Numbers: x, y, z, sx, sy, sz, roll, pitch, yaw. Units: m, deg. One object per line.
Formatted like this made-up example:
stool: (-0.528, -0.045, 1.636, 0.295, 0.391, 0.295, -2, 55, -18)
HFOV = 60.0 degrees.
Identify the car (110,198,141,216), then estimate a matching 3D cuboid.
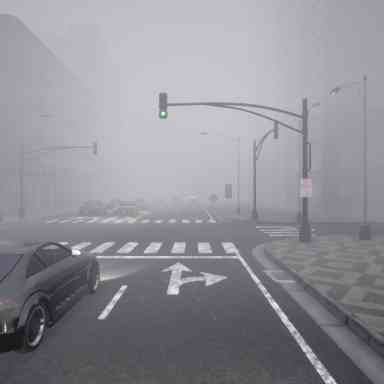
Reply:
car: (-6.514, 1.613, 33.163, 1.895, 1.301, 4.718, 0, 0, -3)

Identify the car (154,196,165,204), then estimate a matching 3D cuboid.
car: (-6.356, 1.547, 65.351, 2.033, 1.411, 5.357, 0, 0, 0)

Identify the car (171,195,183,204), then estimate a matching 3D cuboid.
car: (-2.980, 1.478, 64.130, 1.882, 1.535, 5.008, 0, 0, 0)

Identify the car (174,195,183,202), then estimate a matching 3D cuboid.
car: (-3.051, 1.498, 74.184, 1.837, 1.490, 4.892, 0, 0, 0)

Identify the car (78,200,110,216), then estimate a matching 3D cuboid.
car: (-9.767, 1.538, 32.969, 1.812, 1.442, 4.674, 0, 0, -2)

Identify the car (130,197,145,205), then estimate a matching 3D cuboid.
car: (-9.663, 1.565, 59.731, 1.994, 1.385, 4.181, 0, 0, 0)

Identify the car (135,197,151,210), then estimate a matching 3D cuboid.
car: (-6.482, 1.610, 42.564, 1.895, 1.301, 4.718, 0, 0, 0)

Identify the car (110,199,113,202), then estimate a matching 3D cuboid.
car: (-9.738, 1.557, 42.911, 2.033, 1.411, 5.357, 0, 0, 0)

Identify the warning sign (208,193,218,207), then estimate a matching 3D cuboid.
warning sign: (2.969, 1.123, 46.279, 1.300, 1.860, 1.060, 0, 0, 0)

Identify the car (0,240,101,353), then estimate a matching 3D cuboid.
car: (-3.134, 1.567, 6.139, 1.994, 1.385, 4.181, 0, 0, 0)

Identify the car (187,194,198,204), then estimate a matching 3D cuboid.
car: (0.266, 1.601, 63.570, 1.895, 1.301, 4.718, 0, 0, 0)
